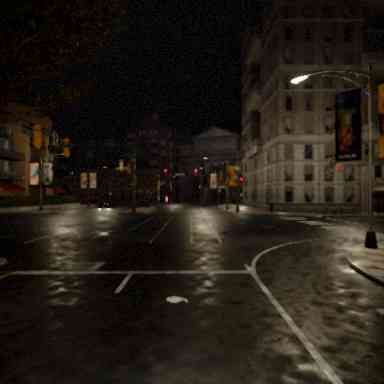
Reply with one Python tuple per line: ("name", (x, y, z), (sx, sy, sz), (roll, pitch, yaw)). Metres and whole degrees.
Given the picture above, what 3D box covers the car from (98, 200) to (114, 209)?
("car", (-15.068, 2.158, 58.638), (1.837, 1.490, 4.892), (0, -1, 0))
